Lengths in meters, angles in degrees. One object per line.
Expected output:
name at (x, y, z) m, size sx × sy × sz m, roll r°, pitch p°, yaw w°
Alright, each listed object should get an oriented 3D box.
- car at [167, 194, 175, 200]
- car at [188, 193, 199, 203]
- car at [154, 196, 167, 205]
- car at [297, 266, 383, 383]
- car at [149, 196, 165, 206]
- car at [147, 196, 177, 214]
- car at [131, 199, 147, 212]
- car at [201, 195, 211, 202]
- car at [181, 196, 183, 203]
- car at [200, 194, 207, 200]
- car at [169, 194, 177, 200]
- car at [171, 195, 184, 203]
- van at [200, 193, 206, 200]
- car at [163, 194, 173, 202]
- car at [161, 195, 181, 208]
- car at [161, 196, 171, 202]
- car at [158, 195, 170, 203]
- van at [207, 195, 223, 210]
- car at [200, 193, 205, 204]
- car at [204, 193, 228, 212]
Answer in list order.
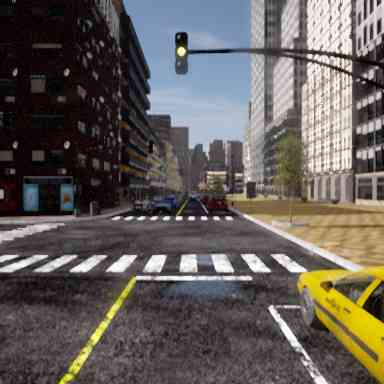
car at (-5.345, 1.379, 86.010) m, size 1.752 × 1.417 × 4.829 m, roll 0°, pitch 0°, yaw 0°
car at (0.266, 1.437, 65.610) m, size 1.994 × 1.385 × 4.181 m, roll 0°, pitch 0°, yaw 0°
car at (-5.457, 1.425, 58.546) m, size 1.887 × 1.381 × 4.507 m, roll 0°, pitch 0°, yaw 0°
car at (2.702, 1.514, 4.164) m, size 1.752 × 1.417 × 4.829 m, roll 0°, pitch 0°, yaw 0°
car at (-5.479, 1.437, 53.020) m, size 2.008 × 1.369 × 4.403 m, roll 0°, pitch 0°, yaw 0°
car at (-2.960, 1.465, 34.132) m, size 2.033 × 1.411 × 5.357 m, roll 0°, pitch 0°, yaw 0°
car at (-5.546, 1.464, 36.440) m, size 2.008 × 1.369 × 4.403 m, roll 0°, pitch 0°, yaw 0°
car at (2.968, 1.413, 69.566) m, size 1.887 × 1.381 × 4.507 m, roll 0°, pitch 0°, yaw 0°
car at (-2.851, 1.390, 53.764) m, size 1.837 × 1.490 × 4.892 m, roll 0°, pitch 0°, yaw 1°
car at (3.036, 1.380, 86.315) m, size 1.752 × 1.417 × 4.829 m, roll 0°, pitch 0°, yaw 0°
car at (-5.322, 1.396, 91.705) m, size 1.887 × 1.381 × 4.507 m, roll 0°, pitch 0°, yaw 0°
car at (-2.741, 1.366, 64.009) m, size 2.128 × 1.511 × 4.902 m, roll 0°, pitch 0°, yaw 0°
van at (3.057, 1.192, 91.671) m, size 1.690 × 1.788 × 3.998 m, roll 0°, pitch 0°, yaw 0°
car at (-5.390, 1.303, 75.126) m, size 1.967 × 1.590 × 4.097 m, roll 0°, pitch 0°, yaw 0°
car at (-2.910, 1.377, 43.951) m, size 1.882 × 1.535 × 5.008 m, roll 0°, pitch 0°, yaw 0°
car at (-5.412, 1.450, 69.600) m, size 1.802 × 1.307 × 4.206 m, roll 0°, pitch 0°, yaw 0°
car at (-5.435, 1.314, 64.073) m, size 1.967 × 1.590 × 4.097 m, roll 0°, pitch 0°, yaw 0°
van at (2.855, 1.244, 41.932) m, size 1.690 × 1.788 × 3.998 m, roll 0°, pitch 0°, yaw 0°
car at (2.922, 1.195, 58.511) m, size 2.192 × 1.841 × 5.009 m, roll 0°, pitch 0°, yaw 0°
car at (2.832, 1.228, 36.406) m, size 2.192 × 1.841 × 5.009 m, roll 0°, pitch 0°, yaw 0°
